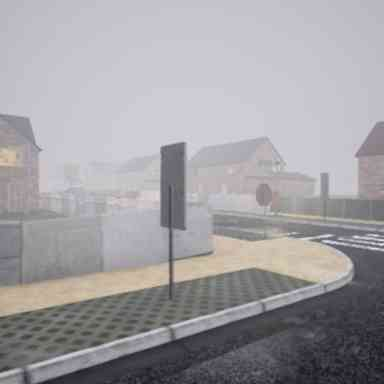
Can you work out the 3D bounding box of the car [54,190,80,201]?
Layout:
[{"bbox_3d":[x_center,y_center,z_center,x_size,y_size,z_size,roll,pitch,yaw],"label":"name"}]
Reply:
[{"bbox_3d":[-18.043,0.756,47.302,1.895,1.301,4.718,0,1,-36],"label":"car"}]

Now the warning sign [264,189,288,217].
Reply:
[{"bbox_3d":[5.871,0.760,23.232,1.300,1.860,1.060,-1,1,-36],"label":"warning sign"}]

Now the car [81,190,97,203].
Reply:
[{"bbox_3d":[-12.743,0.714,44.750,2.033,1.411,5.357,0,1,-35],"label":"car"}]

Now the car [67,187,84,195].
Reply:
[{"bbox_3d":[-18.781,0.246,53.011,2.150,2.045,5.566,0,1,-36],"label":"car"}]

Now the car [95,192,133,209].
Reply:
[{"bbox_3d":[-7.514,0.969,32.599,1.895,1.301,4.718,0,1,-36],"label":"car"}]
